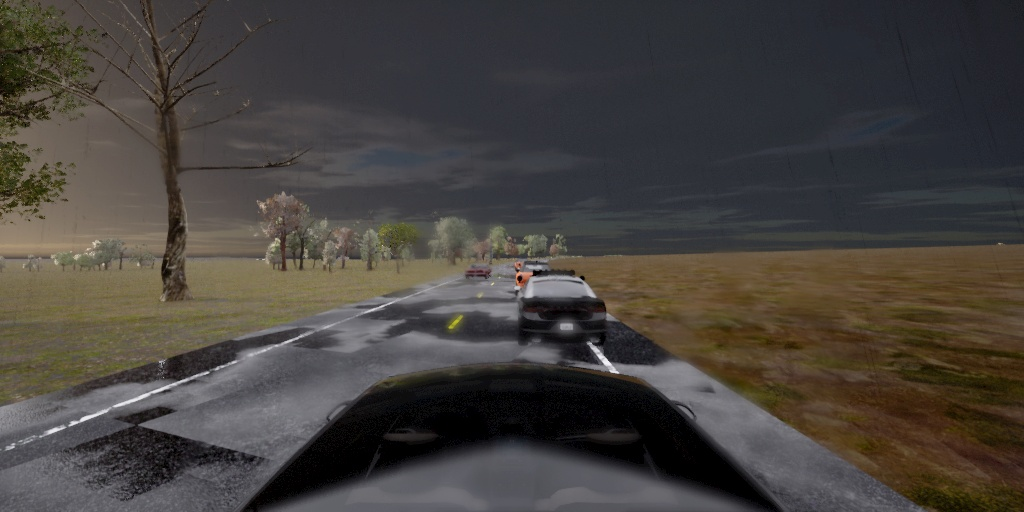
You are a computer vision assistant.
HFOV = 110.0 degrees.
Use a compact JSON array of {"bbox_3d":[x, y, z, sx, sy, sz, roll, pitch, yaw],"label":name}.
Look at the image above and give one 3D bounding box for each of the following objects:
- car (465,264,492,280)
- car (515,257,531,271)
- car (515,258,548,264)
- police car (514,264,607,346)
[{"bbox_3d":[-2.906,1.348,31.637,1.895,1.301,4.718,0,0,2],"label":"car"},{"bbox_3d":[1.559,1.090,50.712,2.097,1.767,4.553,0,0,4],"label":"car"},{"bbox_3d":[1.254,1.100,19.397,2.097,1.767,4.553,0,0,1],"label":"car"},{"bbox_3d":[1.093,1.175,9.572,1.930,1.638,5.238,0,0,1],"label":"police car"}]
